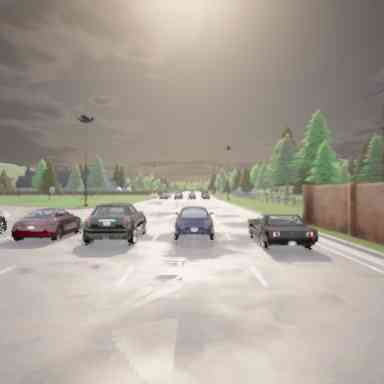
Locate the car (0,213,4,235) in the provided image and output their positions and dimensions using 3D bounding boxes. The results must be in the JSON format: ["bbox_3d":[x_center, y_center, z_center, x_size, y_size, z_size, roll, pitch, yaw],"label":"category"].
[{"bbox_3d":[-10.581,1.283,15.426,2.097,1.767,4.553,0,0,-3],"label":"car"}]

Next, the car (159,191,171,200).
[{"bbox_3d":[-6.969,1.173,82.319,1.994,1.385,4.181,0,0,0],"label":"car"}]

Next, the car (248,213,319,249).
[{"bbox_3d":[3.599,1.537,14.106,1.895,1.301,4.718,0,0,0],"label":"car"}]

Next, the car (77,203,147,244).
[{"bbox_3d":[-3.401,1.283,15.430,2.097,1.767,4.553,0,0,0],"label":"car"}]

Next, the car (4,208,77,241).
[{"bbox_3d":[-6.899,1.491,16.270,1.994,1.385,4.181,0,0,0],"label":"car"}]

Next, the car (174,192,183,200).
[{"bbox_3d":[-3.468,1.155,82.661,2.128,1.511,4.902,0,0,0],"label":"car"}]

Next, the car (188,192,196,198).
[{"bbox_3d":[0.035,0.773,91.595,2.097,1.767,4.553,0,0,0],"label":"car"}]

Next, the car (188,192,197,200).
[{"bbox_3d":[0.032,1.153,82.667,1.812,1.442,4.674,0,0,0],"label":"car"}]

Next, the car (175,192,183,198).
[{"bbox_3d":[-3.465,0.773,91.584,2.097,1.767,4.553,0,0,0],"label":"car"}]

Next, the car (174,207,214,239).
[{"bbox_3d":[0.102,1.450,16.707,1.812,1.442,4.674,0,0,0],"label":"car"}]

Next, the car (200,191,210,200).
[{"bbox_3d":[3.531,1.174,81.513,2.033,1.411,5.357,0,0,0],"label":"car"}]
